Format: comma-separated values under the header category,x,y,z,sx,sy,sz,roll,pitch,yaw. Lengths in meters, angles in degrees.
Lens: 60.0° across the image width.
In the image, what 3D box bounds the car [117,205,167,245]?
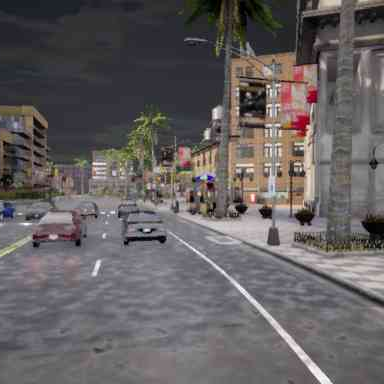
category,x,y,z,sx,sy,sz,roll,pitch,yaw
car,-2.370,1.561,15.646,2.033,1.411,5.357,0,0,-13

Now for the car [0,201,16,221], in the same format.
category,x,y,z,sx,sy,sz,roll,pitch,yaw
car,-15.828,1.510,26.929,1.882,1.535,5.008,0,0,-13

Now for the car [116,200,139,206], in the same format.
category,x,y,z,sx,sy,sz,roll,pitch,yaw
car,-5.822,1.493,30.244,2.128,1.511,4.902,0,0,-13

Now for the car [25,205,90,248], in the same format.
category,x,y,z,sx,sy,sz,roll,pitch,yaw
car,-5.776,1.531,14.841,1.812,1.442,4.674,0,0,-13

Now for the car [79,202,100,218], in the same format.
category,x,y,z,sx,sy,sz,roll,pitch,yaw
car,-9.228,1.561,29.438,2.033,1.411,5.357,0,0,-13

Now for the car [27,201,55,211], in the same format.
category,x,y,z,sx,sy,sz,roll,pitch,yaw
car,-12.422,1.558,27.734,1.837,1.490,4.892,0,0,-13
